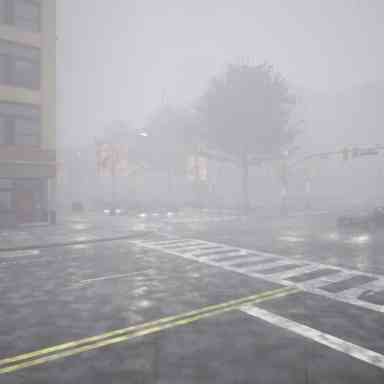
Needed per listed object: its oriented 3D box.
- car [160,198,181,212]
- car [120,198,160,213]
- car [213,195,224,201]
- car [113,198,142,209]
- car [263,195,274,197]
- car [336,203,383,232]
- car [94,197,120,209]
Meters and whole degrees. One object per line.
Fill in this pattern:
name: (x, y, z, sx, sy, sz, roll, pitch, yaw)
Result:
car: (-3.207, 1.505, 39.050, 1.837, 1.490, 4.892, 0, 0, -36)
car: (-5.862, 1.505, 36.747, 1.837, 1.490, 4.892, 0, 0, -36)
car: (5.696, 1.413, 79.530, 2.161, 1.482, 4.786, 0, 0, -36)
car: (-9.260, 1.547, 47.490, 2.033, 1.411, 5.357, 0, 0, -35)
car: (16.184, 1.320, 72.064, 2.002, 1.452, 4.674, 0, 0, -36)
car: (10.806, 1.477, 20.338, 5.008, 1.535, 1.882, 0, 0, -36)
car: (-11.694, 1.478, 44.871, 1.882, 1.535, 5.008, 0, 0, -35)
